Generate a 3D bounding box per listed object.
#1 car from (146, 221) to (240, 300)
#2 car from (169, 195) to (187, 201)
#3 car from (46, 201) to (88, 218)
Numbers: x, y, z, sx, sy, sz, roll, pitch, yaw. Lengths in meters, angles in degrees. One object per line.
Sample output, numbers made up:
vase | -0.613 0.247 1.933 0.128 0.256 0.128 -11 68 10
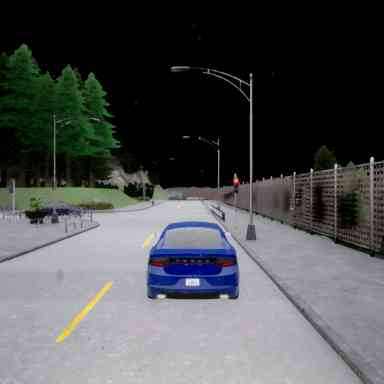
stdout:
car | 0.033 1.478 8.478 1.882 1.535 5.008 0 0 0
car | -3.849 1.540 87.969 5.357 1.411 2.033 0 0 40
car | -11.580 1.525 29.146 4.674 1.442 1.812 0 0 -3
